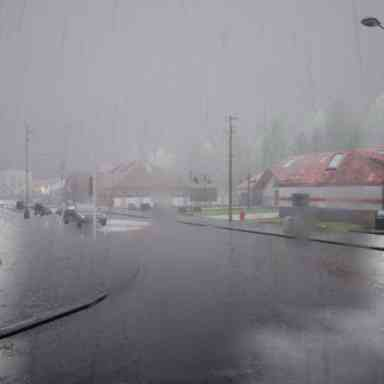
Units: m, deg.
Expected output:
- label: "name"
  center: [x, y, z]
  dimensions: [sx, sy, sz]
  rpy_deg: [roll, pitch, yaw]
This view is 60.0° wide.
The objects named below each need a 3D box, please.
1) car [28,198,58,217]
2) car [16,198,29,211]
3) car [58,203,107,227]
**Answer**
- label: "car"
  center: [-13.688, 1.493, 31.588]
  dimensions: [2.128, 1.511, 4.902]
  rpy_deg: [0, 0, -36]
- label: "car"
  center: [-20.584, 1.493, 41.318]
  dimensions: [2.128, 1.511, 4.902]
  rpy_deg: [0, 0, -35]
- label: "car"
  center: [-7.466, 1.527, 22.886]
  dimensions: [1.812, 1.442, 4.674]
  rpy_deg: [0, 0, -36]
